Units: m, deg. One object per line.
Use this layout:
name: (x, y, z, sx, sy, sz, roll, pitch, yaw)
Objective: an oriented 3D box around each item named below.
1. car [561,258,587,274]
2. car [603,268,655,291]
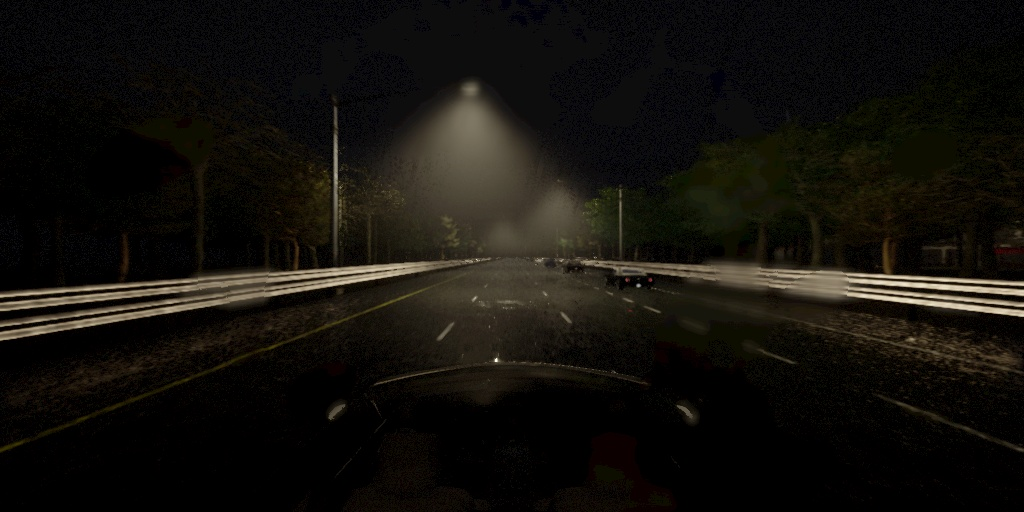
car: (7.057, 1.246, 41.962, 1.882, 1.535, 5.008, 0, 0, 0)
car: (7.009, 1.361, 22.091, 1.895, 1.301, 4.718, 0, 0, 0)
